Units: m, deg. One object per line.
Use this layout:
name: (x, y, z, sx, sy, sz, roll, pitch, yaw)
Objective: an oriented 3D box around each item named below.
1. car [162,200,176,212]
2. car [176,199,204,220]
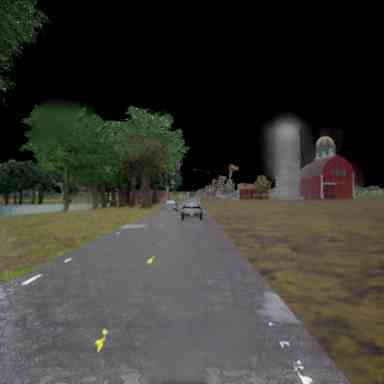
car: (-2.762, 1.814, 43.227, 1.812, 1.442, 4.674, 0, -1, 0)
car: (0.005, 1.633, 29.536, 2.128, 1.511, 4.902, 0, 0, 0)
